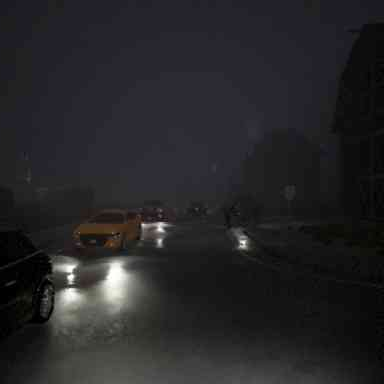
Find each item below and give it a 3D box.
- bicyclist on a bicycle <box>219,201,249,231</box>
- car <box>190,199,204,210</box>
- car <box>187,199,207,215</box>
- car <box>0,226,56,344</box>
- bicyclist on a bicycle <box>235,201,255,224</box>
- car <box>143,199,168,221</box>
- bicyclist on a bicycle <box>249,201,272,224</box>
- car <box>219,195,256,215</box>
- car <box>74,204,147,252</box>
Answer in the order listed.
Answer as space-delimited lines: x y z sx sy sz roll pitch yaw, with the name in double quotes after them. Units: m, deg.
2.460 1.537 20.397 1.656 1.620 0.582 1 0 -13 "bicyclist on a bicycle"
0.701 1.717 47.618 1.994 1.385 4.181 0 0 1 "car"
0.529 1.662 35.005 1.994 1.385 4.181 0 -1 1 "car"
-3.559 1.339 4.175 2.097 1.767 4.553 0 0 1 "car"
3.901 1.484 24.539 1.656 1.620 0.582 -1 0 -43 "bicyclist on a bicycle"
-3.219 1.398 27.553 2.097 1.767 4.553 0 0 1 "car"
4.911 1.471 23.824 1.656 1.620 0.582 -1 0 25 "bicyclist on a bicycle"
4.607 1.285 33.449 1.905 1.878 3.866 -7 3 -42 "car"
-3.423 1.499 14.344 1.882 1.535 5.008 0 0 2 "car"
